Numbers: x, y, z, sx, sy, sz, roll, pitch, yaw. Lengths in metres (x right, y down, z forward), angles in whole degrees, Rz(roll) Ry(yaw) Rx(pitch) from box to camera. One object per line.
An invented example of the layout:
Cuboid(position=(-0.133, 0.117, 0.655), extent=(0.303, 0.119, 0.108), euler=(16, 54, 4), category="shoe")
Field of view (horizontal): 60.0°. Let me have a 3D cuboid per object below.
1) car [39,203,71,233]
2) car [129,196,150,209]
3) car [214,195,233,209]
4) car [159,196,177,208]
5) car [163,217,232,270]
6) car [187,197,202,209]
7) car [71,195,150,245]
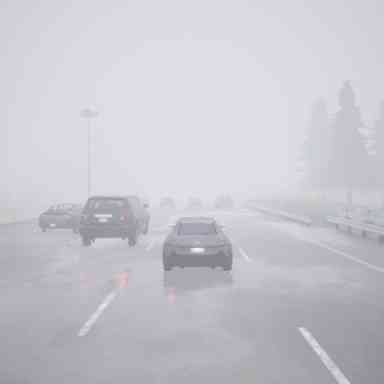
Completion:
Cuboid(position=(-6.789, 1.391, 18.712), extent=(2.128, 1.511, 4.902), euler=(0, 0, 0), category="car")
Cuboid(position=(-6.649, 1.269, 42.806), extent=(1.882, 1.535, 5.008), euler=(0, 0, 0), category="car")
Cuboid(position=(3.844, 1.154, 41.288), extent=(2.097, 1.767, 4.553), euler=(0, 0, 0), category="car")
Cuboid(position=(-3.147, 1.291, 43.349), extent=(1.837, 1.490, 4.892), euler=(0, -1, 0), category="car")
Cuboid(position=(0.163, 1.500, 10.822), extent=(1.994, 1.385, 4.181), euler=(0, 0, 0), category="car")
Cuboid(position=(0.345, 1.346, 41.352), extent=(2.033, 1.411, 5.357), euler=(0, 0, 0), category="car")
Cuboid(position=(-3.310, 1.137, 15.146), extent=(2.150, 2.045, 5.566), euler=(0, 0, 0), category="car")
